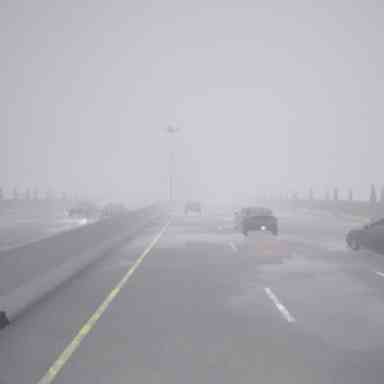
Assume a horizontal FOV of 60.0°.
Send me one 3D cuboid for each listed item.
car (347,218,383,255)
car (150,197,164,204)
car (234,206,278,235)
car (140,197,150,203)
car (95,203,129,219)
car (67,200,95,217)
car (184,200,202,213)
[{"bbox_3d":[7.098,1.563,11.339,1.812,1.442,4.674,0,0,0],"label":"car"},{"bbox_3d":[-7.009,1.759,70.958,2.033,1.411,5.357,0,0,0],"label":"car"},{"bbox_3d":[3.596,1.568,19.167,1.837,1.490,4.892,0,0,0],"label":"car"},{"bbox_3d":[-10.504,1.759,75.049,1.812,1.442,4.674,0,0,0],"label":"car"},{"bbox_3d":[-7.099,1.664,30.460,1.994,1.385,4.181,0,0,0],"label":"car"},{"bbox_3d":[-10.600,1.709,32.795,1.895,1.301,4.718,0,0,0],"label":"car"},{"bbox_3d":[0.095,1.616,38.103,2.128,1.511,4.902,0,0,0],"label":"car"}]
